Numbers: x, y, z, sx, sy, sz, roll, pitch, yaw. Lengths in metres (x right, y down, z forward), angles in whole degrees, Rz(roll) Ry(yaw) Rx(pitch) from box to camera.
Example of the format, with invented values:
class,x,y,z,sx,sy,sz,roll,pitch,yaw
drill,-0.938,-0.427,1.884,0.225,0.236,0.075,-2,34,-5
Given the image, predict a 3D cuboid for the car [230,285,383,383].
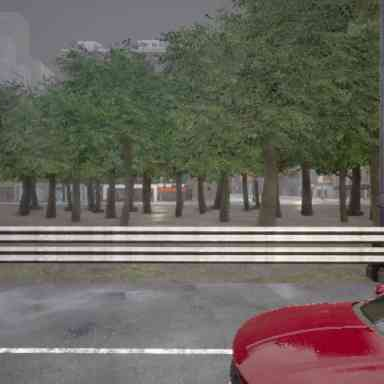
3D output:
class,x,y,z,sx,sy,sz,roll,pitch,yaw
car,2.845,1.478,2.904,5.008,1.535,1.882,0,0,1
